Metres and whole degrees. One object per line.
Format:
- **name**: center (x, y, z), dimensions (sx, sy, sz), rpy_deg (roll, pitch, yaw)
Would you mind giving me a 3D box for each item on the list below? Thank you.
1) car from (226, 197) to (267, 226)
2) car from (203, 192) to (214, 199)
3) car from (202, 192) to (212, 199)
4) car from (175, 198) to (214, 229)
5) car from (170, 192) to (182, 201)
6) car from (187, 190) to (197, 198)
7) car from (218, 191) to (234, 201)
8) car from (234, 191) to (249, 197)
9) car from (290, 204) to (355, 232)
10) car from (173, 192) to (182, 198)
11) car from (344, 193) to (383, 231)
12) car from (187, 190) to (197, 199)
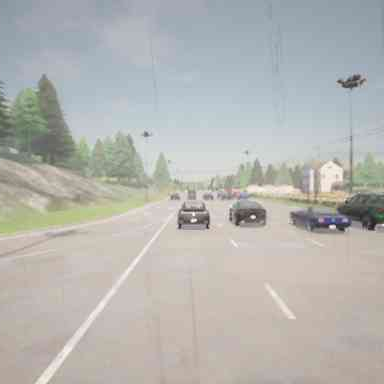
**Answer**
- **car**: center (3.601, 1.307, 22.105), dimensions (1.882, 1.535, 5.008), rpy_deg (0, 0, 0)
- **car**: center (3.498, 0.967, 68.680), dimensions (1.837, 1.490, 4.892), rpy_deg (0, 0, 0)
- **car**: center (3.498, 0.750, 79.099), dimensions (2.128, 1.511, 4.902), rpy_deg (0, 0, 0)
- **car**: center (0.099, 1.333, 20.519), dimensions (2.128, 1.511, 4.902), rpy_deg (0, 0, 0)
- **car**: center (-3.502, 0.968, 68.710), dimensions (1.837, 1.490, 4.892), rpy_deg (0, 0, 0)
- **car**: center (-0.002, 0.978, 68.680), dimensions (2.128, 1.511, 4.902), rpy_deg (0, 0, 0)
- **car**: center (6.998, 0.965, 68.680), dimensions (1.837, 1.490, 4.892), rpy_deg (0, 0, 0)
- **car**: center (10.498, 0.940, 68.680), dimensions (1.882, 1.535, 5.008), rpy_deg (0, 0, 0)
- **car**: center (7.100, 1.454, 18.995), dimensions (1.895, 1.301, 4.718), rpy_deg (0, 0, 0)
- **car**: center (-3.502, 0.702, 79.128), dimensions (1.882, 1.535, 5.008), rpy_deg (0, 0, 0)
- **car**: center (10.599, 1.069, 19.682), dimensions (2.150, 2.045, 5.566), rpy_deg (0, 0, 0)
- **car**: center (-0.002, 0.450, 79.126), dimensions (2.150, 2.045, 5.566), rpy_deg (0, 0, 0)
